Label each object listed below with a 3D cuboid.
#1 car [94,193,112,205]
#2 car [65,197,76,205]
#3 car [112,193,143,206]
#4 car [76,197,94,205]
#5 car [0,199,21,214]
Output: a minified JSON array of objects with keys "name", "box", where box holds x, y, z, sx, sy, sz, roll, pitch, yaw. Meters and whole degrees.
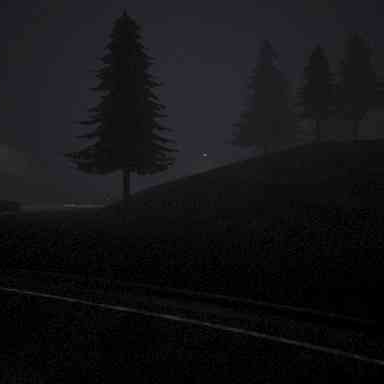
[{"name":"car","box":[-13.834,1.226,57.441,2.150,2.045,5.566,0,0,22]},{"name":"car","box":[-20.389,1.548,59.906,2.033,1.411,5.357,0,0,22]},{"name":"car","box":[-10.502,1.226,56.340,2.150,2.045,5.566,0,0,22]},{"name":"car","box":[-17.407,1.525,57.957,1.812,1.442,4.674,0,0,22]},{"name":"car","box":[-19.719,1.491,33.556,2.128,1.511,4.902,0,0,22]}]
